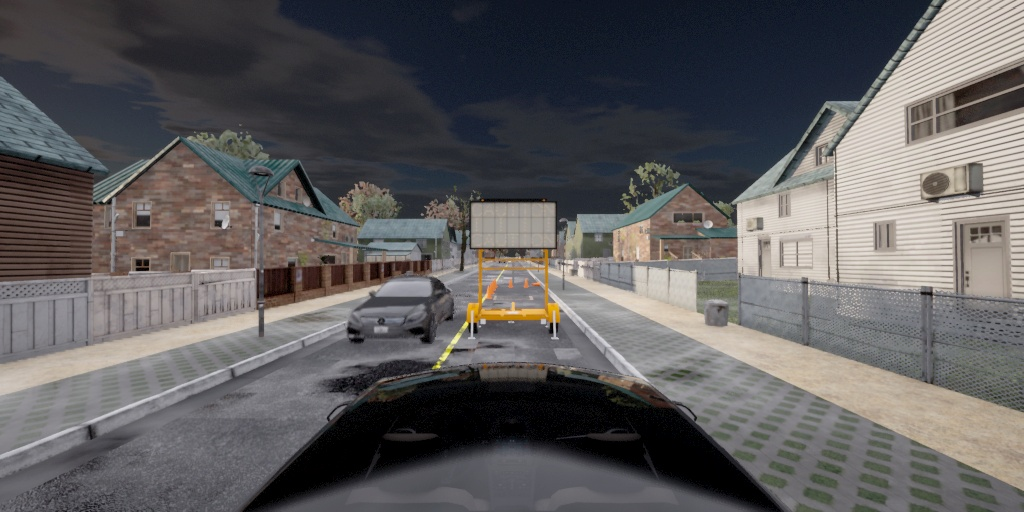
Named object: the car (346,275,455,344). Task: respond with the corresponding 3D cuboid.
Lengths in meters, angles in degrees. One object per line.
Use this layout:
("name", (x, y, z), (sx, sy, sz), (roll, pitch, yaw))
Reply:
("car", (-2.715, 1.278, 9.775), (1.812, 1.442, 4.674), (0, 0, 0))

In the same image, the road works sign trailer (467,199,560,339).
("road works sign trailer", (0.035, 0.217, 10.013), (2.380, 3.560, 2.880), (0, 0, 0))
